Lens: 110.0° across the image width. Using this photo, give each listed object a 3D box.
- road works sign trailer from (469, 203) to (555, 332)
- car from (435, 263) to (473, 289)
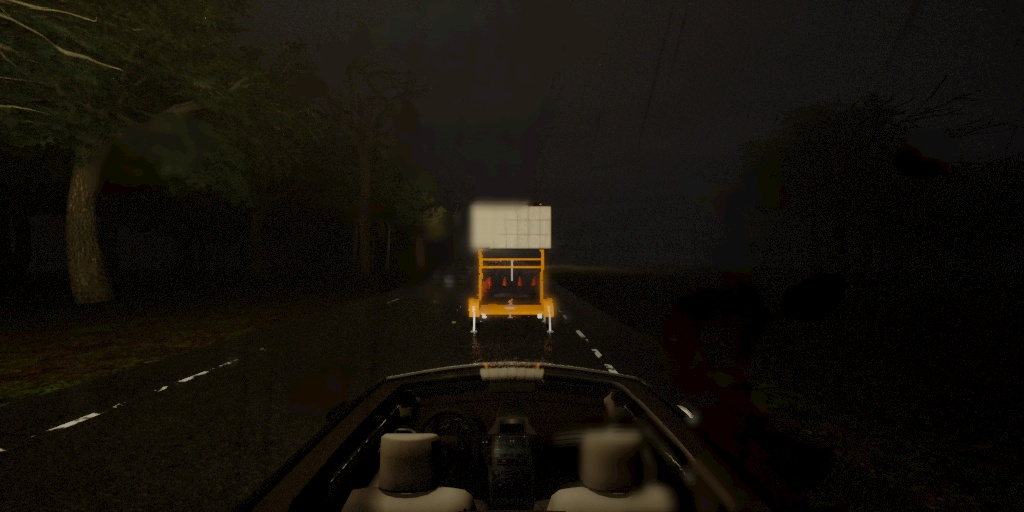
[{"bbox_3d":[0.002,0.210,10.798,2.380,3.560,2.880,0,0,0],"label":"road works sign trailer"},{"bbox_3d":[-3.597,1.218,22.851,1.837,1.490,4.892,0,0,0],"label":"car"}]
